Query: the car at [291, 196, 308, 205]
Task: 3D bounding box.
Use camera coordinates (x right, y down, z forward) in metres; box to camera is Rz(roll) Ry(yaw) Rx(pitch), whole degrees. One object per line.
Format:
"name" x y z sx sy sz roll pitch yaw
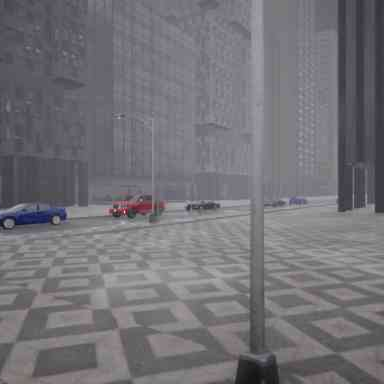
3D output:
"car" 17.656 1.401 55.065 1.882 1.535 5.008 0 0 36

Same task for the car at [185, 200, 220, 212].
"car" 1.230 1.555 38.002 1.895 1.301 4.718 0 0 36

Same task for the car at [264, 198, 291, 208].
"car" 11.622 1.484 46.804 2.033 1.411 5.357 0 0 36

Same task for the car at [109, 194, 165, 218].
"car" -4.761 1.189 29.814 2.150 2.045 5.566 0 0 36

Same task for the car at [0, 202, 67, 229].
"car" -10.694 1.459 21.696 1.882 1.535 5.008 0 0 36
